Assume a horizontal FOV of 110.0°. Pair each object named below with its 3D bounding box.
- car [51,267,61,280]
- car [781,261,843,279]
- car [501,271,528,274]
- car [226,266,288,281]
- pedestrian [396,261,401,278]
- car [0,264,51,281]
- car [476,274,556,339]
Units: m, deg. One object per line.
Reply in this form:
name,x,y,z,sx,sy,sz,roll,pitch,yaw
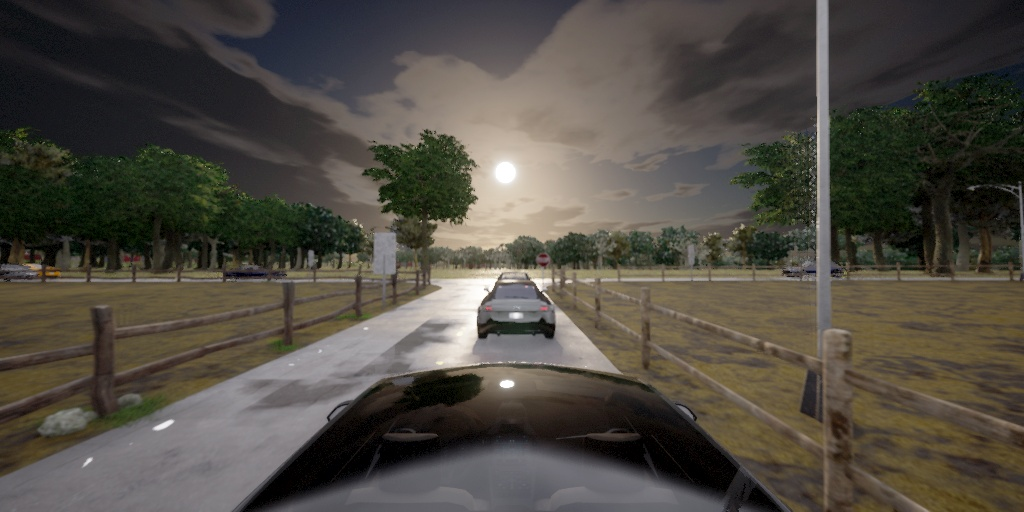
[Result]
car,-47.041,1.541,34.823,5.008,1.535,1.882,0,-2,1
car,28.557,1.256,34.316,4.553,1.767,2.097,-1,-2,6
car,0.129,1.484,19.274,1.895,1.301,4.718,0,-1,1
car,-22.714,1.581,31.913,4.718,1.301,1.895,0,-2,0
pedestrian,-12.099,1.443,37.891,0.375,1.860,0.375,0,-2,0
car,-45.135,1.463,31.965,4.902,1.511,2.128,0,-2,0
car,0.102,1.368,10.300,1.994,1.385,4.181,0,0,0
